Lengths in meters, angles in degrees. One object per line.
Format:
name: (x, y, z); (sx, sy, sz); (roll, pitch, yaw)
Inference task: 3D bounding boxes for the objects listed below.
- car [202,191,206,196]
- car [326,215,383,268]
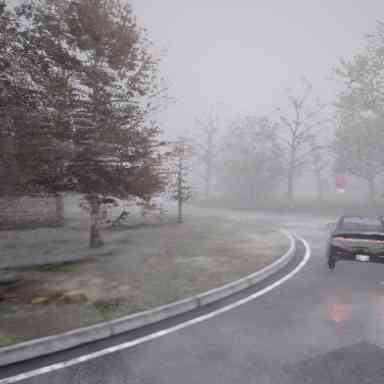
car: (2.433, 0.356, 93.345); (1.882, 1.535, 5.008); (0, 1, 12)
car: (5.481, 1.491, 10.805); (2.128, 1.511, 4.902); (0, 0, 26)
